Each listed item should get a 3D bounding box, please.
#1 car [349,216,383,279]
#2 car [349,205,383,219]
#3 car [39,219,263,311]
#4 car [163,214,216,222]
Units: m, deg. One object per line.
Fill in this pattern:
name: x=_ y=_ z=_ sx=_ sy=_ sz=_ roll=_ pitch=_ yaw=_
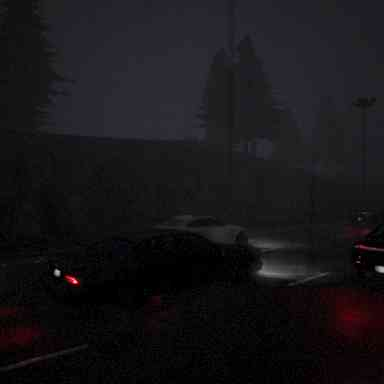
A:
car: x=6.208 y=1.580 z=9.238 sx=4.902 sy=1.511 sz=2.128 roll=1 pitch=-1 yaw=-41
car: x=13.663 y=1.720 z=25.116 sx=4.902 sy=1.511 sz=2.128 roll=1 pitch=-1 yaw=-42
car: x=-0.634 y=1.603 z=7.925 sx=5.357 sy=1.411 sz=2.033 roll=0 pitch=0 yaw=-40
car: x=0.286 y=1.623 z=13.350 sx=4.674 sy=1.442 sz=1.812 roll=1 pitch=0 yaw=-41
